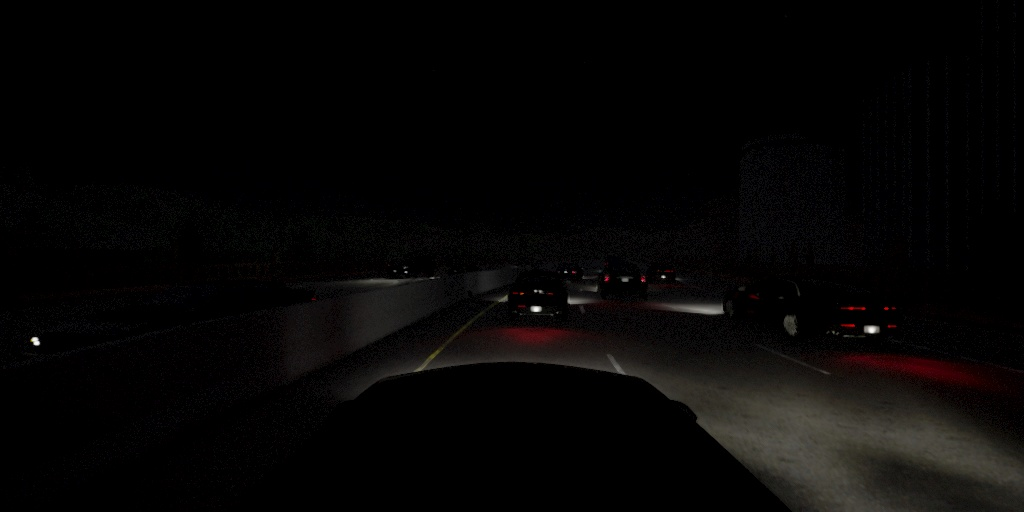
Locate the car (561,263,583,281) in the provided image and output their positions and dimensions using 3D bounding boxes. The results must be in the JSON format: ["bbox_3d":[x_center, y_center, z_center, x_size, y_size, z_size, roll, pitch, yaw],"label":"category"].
[{"bbox_3d":[4.868,1.293,30.238,2.033,1.411,5.357,0,0,16],"label":"car"}]

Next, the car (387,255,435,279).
[{"bbox_3d":[-9.131,0.924,32.941,2.150,2.045,5.566,0,0,16],"label":"car"}]

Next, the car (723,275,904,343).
[{"bbox_3d":[7.702,1.269,9.844,1.837,1.490,4.892,0,0,6],"label":"car"}]

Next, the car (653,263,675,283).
[{"bbox_3d":[11.646,1.271,28.367,1.837,1.490,4.892,0,0,16],"label":"car"}]

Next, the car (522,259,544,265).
[{"bbox_3d":[3.227,1.275,50.312,1.837,1.490,4.892,0,-1,17],"label":"car"}]

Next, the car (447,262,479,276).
[{"bbox_3d":[-4.764,1.283,35.441,1.994,1.385,4.181,0,0,16],"label":"car"}]

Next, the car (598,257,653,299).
[{"bbox_3d":[5.492,1.098,18.206,2.097,1.767,4.553,0,0,11],"label":"car"}]

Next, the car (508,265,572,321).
[{"bbox_3d":[0.979,1.241,12.509,1.837,1.490,4.892,0,0,7],"label":"car"}]

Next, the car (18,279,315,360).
[{"bbox_3d":[-6.743,1.260,8.199,2.033,1.411,5.357,0,0,4],"label":"car"}]
